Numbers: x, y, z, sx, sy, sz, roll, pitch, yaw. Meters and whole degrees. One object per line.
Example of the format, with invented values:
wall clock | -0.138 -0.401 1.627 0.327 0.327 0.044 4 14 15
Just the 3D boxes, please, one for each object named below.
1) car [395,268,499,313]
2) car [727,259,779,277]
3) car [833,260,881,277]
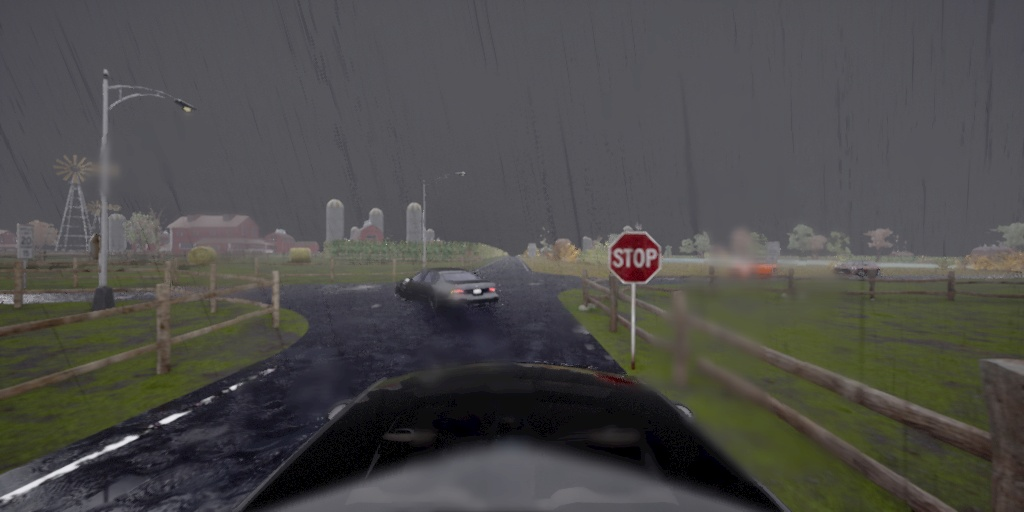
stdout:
car | -2.628 1.136 13.378 2.033 1.411 5.357 0 1 -37
car | 21.924 1.073 32.658 4.553 1.767 2.097 1 0 -20
car | 36.181 1.236 37.611 4.553 1.767 2.097 1 0 -18
